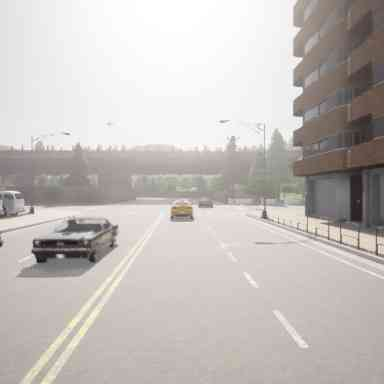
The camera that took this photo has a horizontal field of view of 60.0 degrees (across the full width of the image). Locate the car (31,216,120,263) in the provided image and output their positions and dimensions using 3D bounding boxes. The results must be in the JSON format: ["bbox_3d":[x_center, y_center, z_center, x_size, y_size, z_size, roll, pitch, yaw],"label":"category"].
[{"bbox_3d":[-3.976,1.601,12.086,1.895,1.301,4.718,0,0,-2],"label":"car"}]

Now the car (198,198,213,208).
[{"bbox_3d":[1.914,1.530,48.381,1.994,1.385,4.181,0,0,-2],"label":"car"}]

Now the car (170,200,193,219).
[{"bbox_3d":[-0.907,1.477,29.462,1.882,1.535,5.008,0,0,-2],"label":"car"}]

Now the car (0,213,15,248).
[{"bbox_3d":[-7.377,1.547,9.243,2.033,1.411,5.357,0,0,-2],"label":"car"}]
